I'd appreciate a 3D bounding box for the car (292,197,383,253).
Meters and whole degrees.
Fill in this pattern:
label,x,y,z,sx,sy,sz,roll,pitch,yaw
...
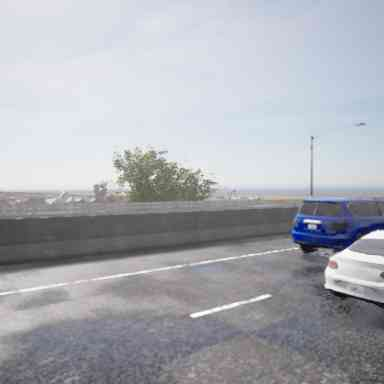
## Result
label,x,y,z,sx,sy,sz,roll,pitch,yaw
car,6.111,1.220,12.410,5.566,2.045,2.150,0,0,-35

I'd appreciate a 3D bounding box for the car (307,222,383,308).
label,x,y,z,sx,sy,sz,roll,pitch,yaw
car,4.768,1.525,7.168,4.674,1.442,1.812,0,0,-35

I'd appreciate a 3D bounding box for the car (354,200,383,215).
label,x,y,z,sx,sy,sz,roll,pitch,yaw
car,19.217,1.589,34.884,4.718,1.301,1.895,0,0,-35

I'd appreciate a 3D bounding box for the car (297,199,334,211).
label,x,y,z,sx,sy,sz,roll,pitch,yaw
car,15.131,1.589,40.565,4.718,1.301,1.895,0,0,-35

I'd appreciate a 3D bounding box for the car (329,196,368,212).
label,x,y,z,sx,sy,sz,roll,pitch,yaw
car,18.034,1.340,38.333,4.553,1.767,2.097,0,0,-35
